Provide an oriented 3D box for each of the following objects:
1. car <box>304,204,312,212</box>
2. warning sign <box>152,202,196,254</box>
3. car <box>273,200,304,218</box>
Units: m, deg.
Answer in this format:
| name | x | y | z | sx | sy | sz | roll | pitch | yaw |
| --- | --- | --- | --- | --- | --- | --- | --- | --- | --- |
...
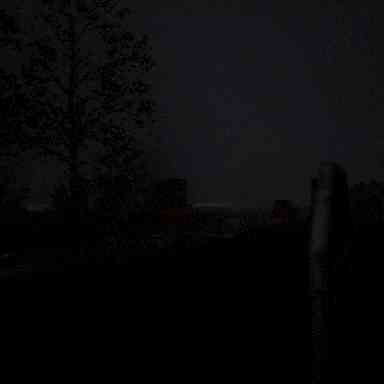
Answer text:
| name | x | y | z | sx | sy | sz | roll | pitch | yaw |
| --- | --- | --- | --- | --- | --- | --- | --- | --- | --- |
| car | 17.906 | 2.528 | 51.253 | 1.994 | 1.385 | 4.181 | -2 | -2 | 29 |
| warning sign | -0.691 | 1.327 | 12.757 | 1.300 | 1.860 | 1.060 | -1 | 0 | 29 |
| car | 11.125 | 1.961 | 39.059 | 2.150 | 2.045 | 5.566 | -2 | -2 | 29 |
